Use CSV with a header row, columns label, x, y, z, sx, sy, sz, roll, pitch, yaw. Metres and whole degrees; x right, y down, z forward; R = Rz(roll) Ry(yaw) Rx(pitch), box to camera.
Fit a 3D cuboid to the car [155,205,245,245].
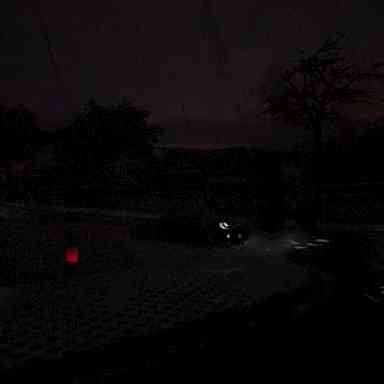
label,x,y,z,sx,sy,sz,roll,pitch,yaw
car,0.362,1.486,16.761,4.553,1.767,2.097,0,3,35
